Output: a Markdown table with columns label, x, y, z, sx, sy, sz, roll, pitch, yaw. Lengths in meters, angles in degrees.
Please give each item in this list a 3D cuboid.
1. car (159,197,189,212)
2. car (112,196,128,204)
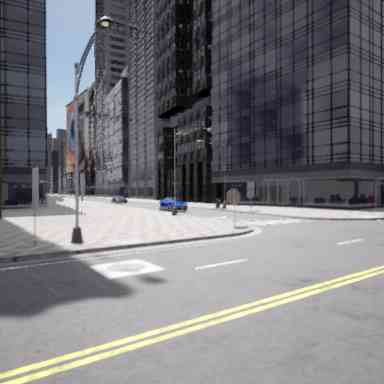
| label | x | y | z | sx | sy | sz | roll | pitch | yaw |
| --- | --- | --- | --- | --- | --- | --- | --- | --- | --- |
| car | -2.067 | 1.345 | 36.659 | 1.882 | 1.535 | 5.008 | 0 | 0 | -26 |
| car | -12.906 | 1.372 | 59.189 | 2.033 | 1.411 | 5.357 | 0 | 0 | -25 |
